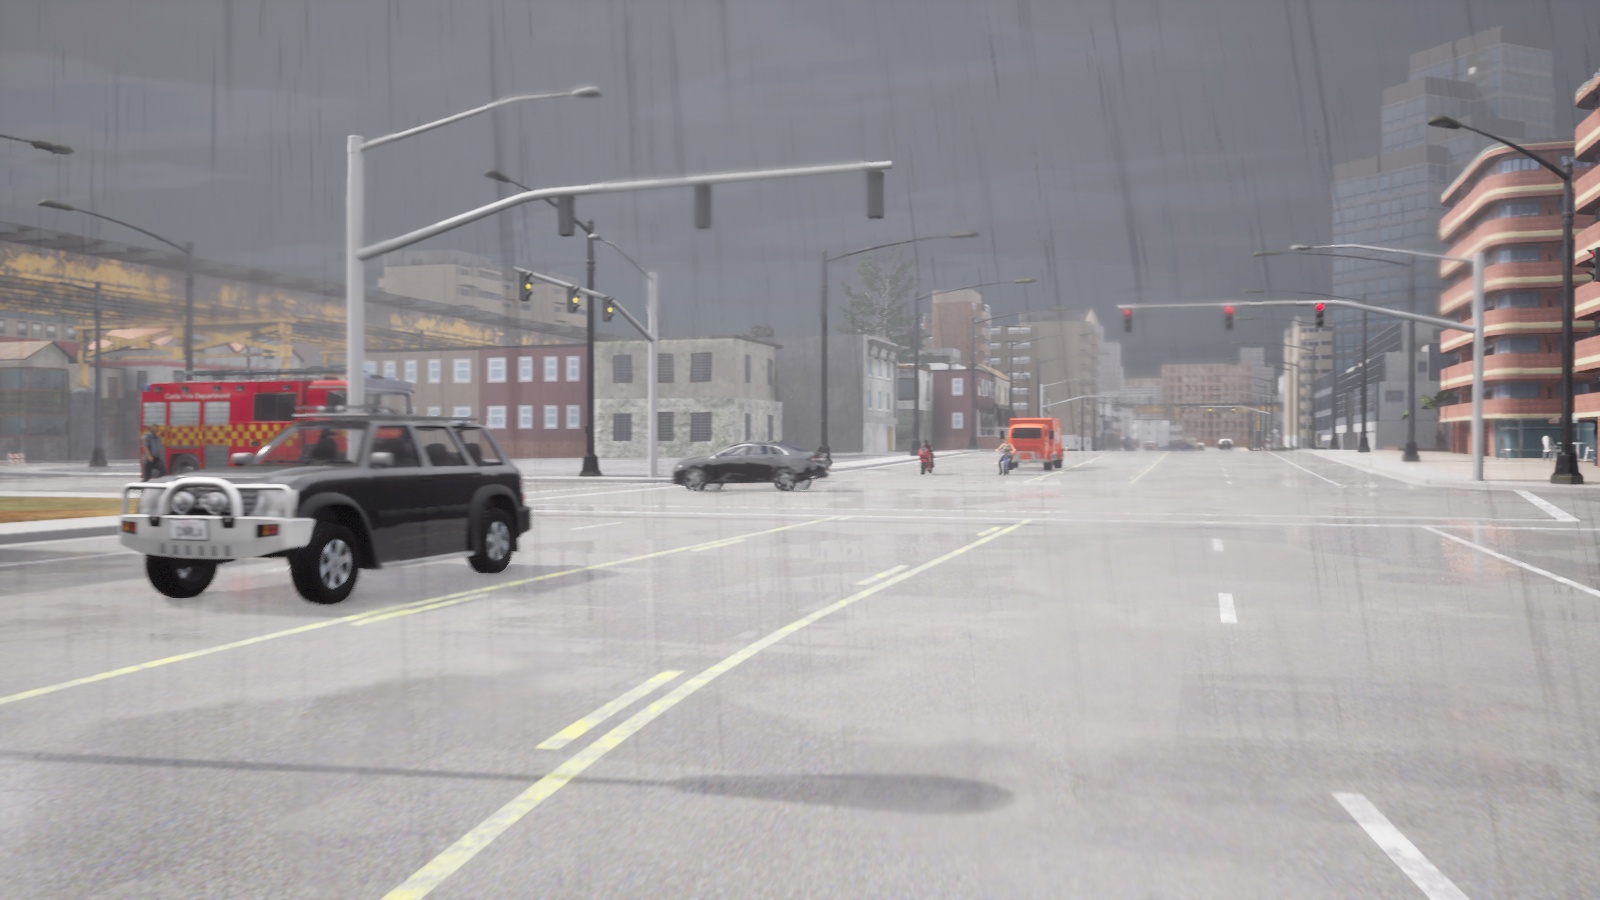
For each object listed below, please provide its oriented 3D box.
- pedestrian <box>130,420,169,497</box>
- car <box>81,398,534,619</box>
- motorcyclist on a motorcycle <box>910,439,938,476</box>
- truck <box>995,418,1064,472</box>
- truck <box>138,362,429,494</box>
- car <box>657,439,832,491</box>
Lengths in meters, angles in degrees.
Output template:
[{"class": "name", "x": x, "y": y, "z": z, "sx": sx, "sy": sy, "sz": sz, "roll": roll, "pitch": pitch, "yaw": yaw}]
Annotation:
[{"class": "pedestrian", "x": -15.790, "y": 0.206, "z": 30.494, "sx": 0.694, "sy": 1.848, "sz": 0.540, "roll": 0, "pitch": 0, "yaw": 25}, {"class": "car", "x": -4.763, "y": 0.481, "z": 13.034, "sx": 1.932, "sy": 1.855, "sz": 4.605, "roll": 0, "pitch": 0, "yaw": 17}, {"class": "motorcyclist on a motorcycle", "x": 5.347, "y": 0.310, "z": 53.968, "sx": 0.797, "sy": 1.523, "sz": 2.044, "roll": 0, "pitch": 1, "yaw": 18}, {"class": "truck", "x": 11.099, "y": -0.295, "z": 60.442, "sx": 2.627, "sy": 2.467, "sz": 5.204, "roll": 0, "pitch": 1, "yaw": 18}, {"class": "truck", "x": -16.063, "y": -0.668, "z": 39.108, "sx": 8.468, "sy": 3.827, "sz": 2.891, "roll": 0, "pitch": 0, "yaw": 17}, {"class": "car", "x": -1.669, "y": 0.466, "z": 38.466, "sx": 4.902, "sy": 1.511, "sz": 2.128, "roll": -1, "pitch": 0, "yaw": 17}]
